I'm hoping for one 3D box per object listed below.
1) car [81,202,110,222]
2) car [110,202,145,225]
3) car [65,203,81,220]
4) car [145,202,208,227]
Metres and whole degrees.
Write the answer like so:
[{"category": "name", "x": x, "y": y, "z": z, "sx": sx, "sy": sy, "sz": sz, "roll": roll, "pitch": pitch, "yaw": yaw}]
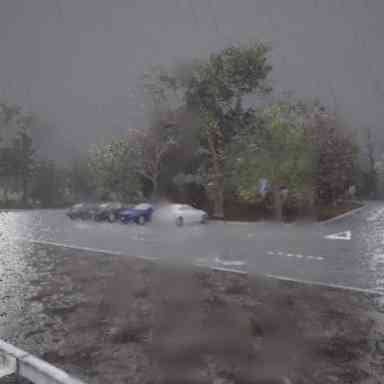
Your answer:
[{"category": "car", "x": -5.982, "y": 1.552, "z": 26.810, "sx": 2.231, "sy": 1.521, "sz": 4.892, "roll": 0, "pitch": 0, "yaw": 36}, {"category": "car", "x": -3.312, "y": 1.536, "z": 24.916, "sx": 2.097, "sy": 1.535, "sz": 5.008, "roll": 0, "pitch": 0, "yaw": 36}, {"category": "car", "x": -8.645, "y": 1.606, "z": 28.717, "sx": 2.002, "sy": 1.452, "sz": 4.674, "roll": 0, "pitch": 0, "yaw": 36}, {"category": "car", "x": -0.755, "y": 1.561, "z": 23.079, "sx": 2.002, "sy": 1.452, "sz": 4.674, "roll": 0, "pitch": 0, "yaw": 36}]
